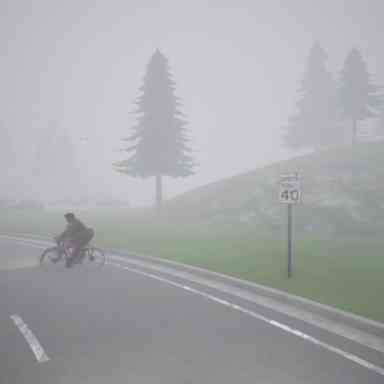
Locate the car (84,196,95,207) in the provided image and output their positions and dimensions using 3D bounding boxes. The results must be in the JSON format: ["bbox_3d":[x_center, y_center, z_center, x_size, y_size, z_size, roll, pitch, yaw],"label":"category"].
[{"bbox_3d":[-13.223,1.478,50.248,2.128,1.511,4.902,0,0,38],"label":"car"}]

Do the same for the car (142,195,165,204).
[{"bbox_3d":[-7.313,1.336,63.476,2.097,1.767,4.553,0,0,38],"label":"car"}]

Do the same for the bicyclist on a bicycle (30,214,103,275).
[{"bbox_3d":[-3.688,1.535,10.005,1.656,0.582,1.620,-7,42,3],"label":"bicyclist on a bicycle"}]

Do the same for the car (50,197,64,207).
[{"bbox_3d":[-20.099,1.465,52.794,1.882,1.535,5.008,0,0,38],"label":"car"}]

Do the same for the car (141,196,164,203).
[{"bbox_3d":[-8.030,1.584,68.216,1.895,1.301,4.718,0,0,38],"label":"car"}]

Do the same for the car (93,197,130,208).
[{"bbox_3d":[-11.177,1.590,47.188,1.895,1.301,4.718,0,0,38],"label":"car"}]

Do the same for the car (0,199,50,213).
[{"bbox_3d":[-18.875,1.516,37.285,1.812,1.442,4.674,0,0,38],"label":"car"}]

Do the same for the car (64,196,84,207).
[{"bbox_3d":[-16.769,1.339,51.377,2.097,1.767,4.553,0,0,38],"label":"car"}]

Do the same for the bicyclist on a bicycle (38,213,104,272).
[{"bbox_3d":[-3.220,1.402,9.110,1.656,1.620,0.582,2,6,-20],"label":"bicyclist on a bicycle"}]
